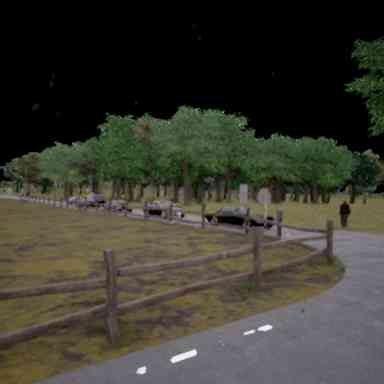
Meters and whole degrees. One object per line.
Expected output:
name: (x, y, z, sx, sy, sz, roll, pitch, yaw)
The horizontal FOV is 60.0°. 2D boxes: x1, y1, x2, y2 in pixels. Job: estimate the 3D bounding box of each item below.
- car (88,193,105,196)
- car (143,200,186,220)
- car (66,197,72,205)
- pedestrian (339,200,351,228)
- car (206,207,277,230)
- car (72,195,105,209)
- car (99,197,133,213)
car: (-15.001, 1.251, 51.114, 2.150, 2.045, 5.566, 2, -1, -35)
car: (-2.389, 1.467, 28.199, 2.128, 1.511, 4.902, 2, -1, -35)
car: (-21.187, 1.529, 59.827, 1.812, 1.442, 4.674, 2, -1, -34)
pedestrian: (9.783, 1.385, 21.355, 0.375, 1.860, 0.375, 2, -1, -35)
car: (2.970, 1.581, 20.626, 1.895, 1.301, 4.718, 2, -1, -35)
car: (-14.046, 1.513, 44.718, 2.033, 1.411, 5.357, 2, -1, -35)
car: (-8.071, 1.535, 36.222, 1.994, 1.385, 4.181, 2, -1, -36)
